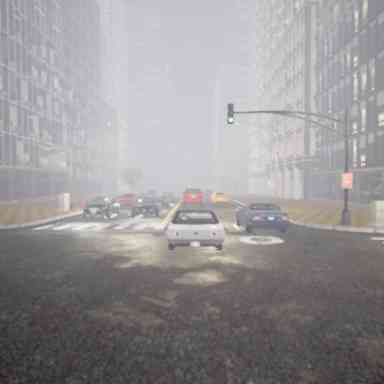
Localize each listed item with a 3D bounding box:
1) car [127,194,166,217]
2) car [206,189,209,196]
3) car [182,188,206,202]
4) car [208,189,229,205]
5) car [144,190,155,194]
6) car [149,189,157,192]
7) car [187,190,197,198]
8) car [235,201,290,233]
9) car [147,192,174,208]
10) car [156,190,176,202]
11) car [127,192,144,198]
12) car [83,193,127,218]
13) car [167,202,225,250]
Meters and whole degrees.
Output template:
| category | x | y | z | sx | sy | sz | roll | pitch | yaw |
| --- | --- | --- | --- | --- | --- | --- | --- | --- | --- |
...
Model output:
| category | x | y | z | sx | sy | sz | roll | pitch | yaw |
| --- | --- | --- | --- | --- | --- | --- | --- | --- | --- |
| car | -3.338 | 1.088 | 25.222 | 1.994 | 1.385 | 4.181 | 0 | 1 | 0 |
| car | 3.339 | 0.187 | 67.053 | 1.882 | 1.535 | 5.008 | 0 | 1 | 0 |
| car | 0.102 | 0.539 | 35.537 | 2.150 | 2.045 | 5.566 | 0 | 1 | 0 |
| car | 3.354 | 0.687 | 40.582 | 1.882 | 1.535 | 5.008 | 0 | 1 | 0 |
| car | -6.496 | 0.746 | 44.357 | 1.994 | 1.385 | 4.181 | 0 | 1 | 0 |
| car | -6.496 | 0.340 | 54.651 | 2.097 | 1.767 | 4.553 | 0 | 1 | 0 |
| car | 0.054 | 0.367 | 60.863 | 1.812 | 1.442 | 4.674 | 0 | 1 | 1 |
| car | 3.366 | 1.172 | 16.705 | 2.033 | 1.411 | 5.357 | 0 | 0 | 0 |
| car | -3.316 | 0.940 | 35.182 | 1.895 | 1.301 | 4.718 | 0 | 1 | 0 |
| car | -3.247 | 0.637 | 45.566 | 2.128 | 1.511 | 4.902 | 0 | 1 | 0 |
| car | -6.551 | 0.845 | 34.457 | 1.882 | 1.535 | 5.008 | 0 | 1 | -1 |
| car | -6.593 | 1.038 | 24.785 | 2.128 | 1.511 | 4.902 | 0 | 1 | 0 |
| car | 0.115 | 1.297 | 12.836 | 1.895 | 1.301 | 4.718 | 0 | 2 | 0 |
